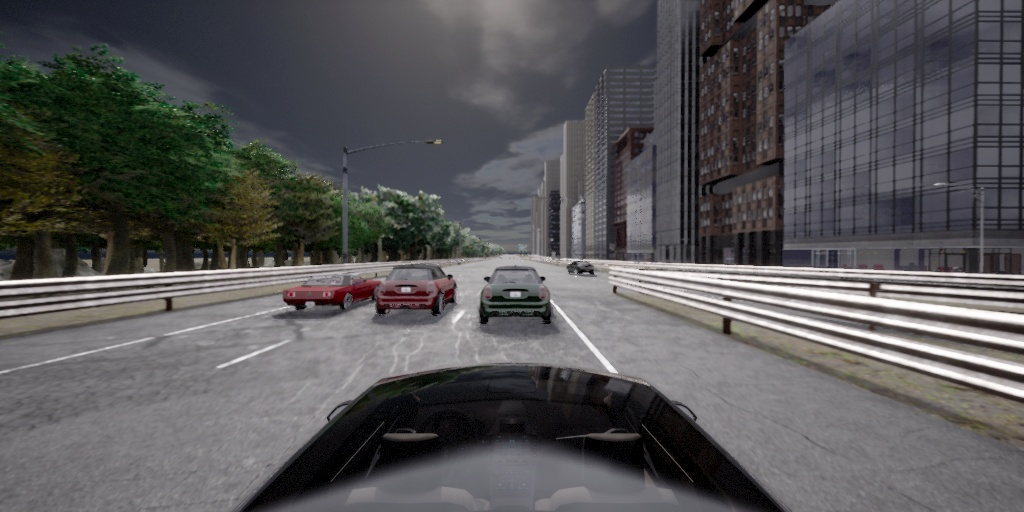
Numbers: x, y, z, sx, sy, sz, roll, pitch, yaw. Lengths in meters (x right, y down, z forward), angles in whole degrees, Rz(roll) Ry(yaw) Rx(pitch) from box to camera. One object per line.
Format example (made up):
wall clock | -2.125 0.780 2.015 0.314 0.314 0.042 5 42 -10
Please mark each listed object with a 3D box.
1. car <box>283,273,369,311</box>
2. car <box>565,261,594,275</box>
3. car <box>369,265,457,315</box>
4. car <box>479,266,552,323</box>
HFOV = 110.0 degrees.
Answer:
car | -6.910 1.349 14.497 1.895 1.301 4.718 0 0 0
car | 7.301 1.292 39.011 1.837 1.490 4.892 0 0 -10
car | -3.403 1.101 13.633 2.097 1.767 4.553 0 0 0
car | 0.097 1.101 12.203 2.097 1.767 4.553 0 0 0
